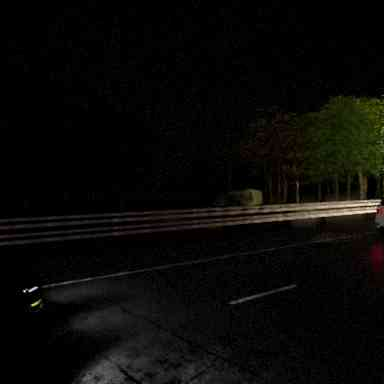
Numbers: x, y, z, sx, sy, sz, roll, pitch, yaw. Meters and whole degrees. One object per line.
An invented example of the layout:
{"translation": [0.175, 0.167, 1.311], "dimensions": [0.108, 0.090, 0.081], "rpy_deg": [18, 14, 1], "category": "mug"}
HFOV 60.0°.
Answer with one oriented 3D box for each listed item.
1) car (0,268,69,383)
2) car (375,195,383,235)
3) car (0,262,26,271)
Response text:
{"translation": [-2.766, 1.579, 1.772], "dimensions": [4.181, 1.385, 1.994], "rpy_deg": [-1, 0, -35], "category": "car"}
{"translation": [10.928, 1.016, 15.756], "dimensions": [5.566, 2.045, 2.150], "rpy_deg": [-1, 0, -35], "category": "car"}
{"translation": [-4.761, 1.519, 4.649], "dimensions": [4.892, 1.490, 1.837], "rpy_deg": [-1, 0, -36], "category": "car"}
